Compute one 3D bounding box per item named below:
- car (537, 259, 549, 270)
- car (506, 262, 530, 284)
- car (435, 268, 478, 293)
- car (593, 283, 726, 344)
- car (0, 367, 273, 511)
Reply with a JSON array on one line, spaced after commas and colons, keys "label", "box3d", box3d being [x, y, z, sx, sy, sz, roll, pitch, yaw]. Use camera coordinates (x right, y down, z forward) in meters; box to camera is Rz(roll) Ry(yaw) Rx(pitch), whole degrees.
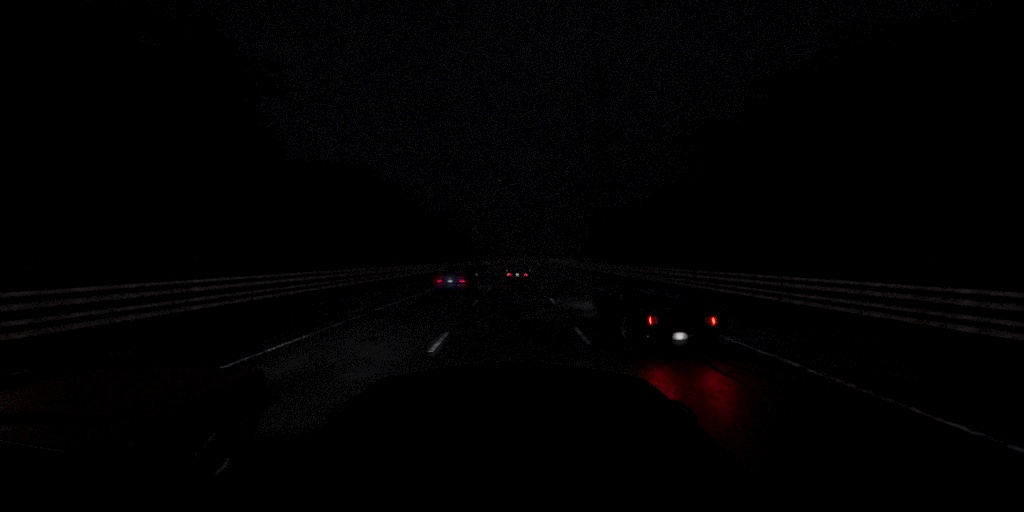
[{"label": "car", "box3d": [5.615, 1.762, 64.997, 1.994, 1.385, 4.181, 0, 0, 4]}, {"label": "car", "box3d": [0.500, 1.458, 28.986, 2.033, 1.411, 5.357, 0, 0, 2]}, {"label": "car", "box3d": [-3.187, 1.402, 21.455, 2.033, 1.411, 5.357, 0, 0, 1]}, {"label": "car", "box3d": [3.545, 1.387, 9.726, 1.895, 1.301, 4.718, 0, 0, 1]}, {"label": "car", "box3d": [-3.400, 1.349, 1.539, 1.895, 1.301, 4.718, 0, 0, 0]}]
